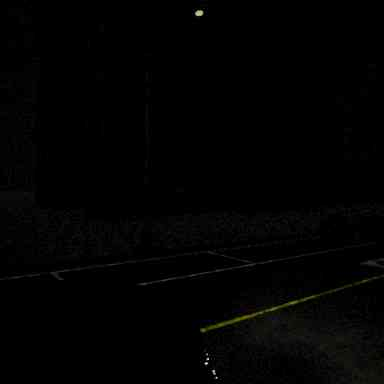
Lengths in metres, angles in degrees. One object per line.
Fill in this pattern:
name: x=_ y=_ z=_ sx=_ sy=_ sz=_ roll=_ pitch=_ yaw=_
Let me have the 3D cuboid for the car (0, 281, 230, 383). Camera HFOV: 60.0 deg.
car: x=-2.358 y=1.222 z=1.640 sx=5.566 sy=2.045 sz=2.150 roll=0 pitch=0 yaw=-35

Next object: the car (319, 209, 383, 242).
car: x=8.034 y=1.546 z=16.252 sx=4.507 sy=1.381 sz=1.887 roll=0 pitch=0 yaw=-35
